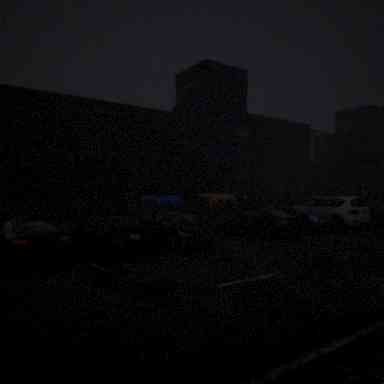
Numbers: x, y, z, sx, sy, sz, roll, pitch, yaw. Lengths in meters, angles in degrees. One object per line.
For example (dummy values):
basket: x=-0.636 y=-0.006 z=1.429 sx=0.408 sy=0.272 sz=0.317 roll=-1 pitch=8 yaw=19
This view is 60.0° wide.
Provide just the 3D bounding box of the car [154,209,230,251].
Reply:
car: x=-0.933 y=1.499 z=14.488 sx=2.231 sy=1.521 sz=4.892 roll=0 pitch=0 yaw=-35

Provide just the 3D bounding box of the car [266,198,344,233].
car: x=5.951 y=1.393 z=19.347 sx=2.185 sy=1.767 sz=4.553 roll=0 pitch=0 yaw=-35

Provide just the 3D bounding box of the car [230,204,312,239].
car: x=3.621 y=1.551 z=17.671 sx=2.002 sy=1.452 sz=4.674 roll=0 pitch=0 yaw=-35

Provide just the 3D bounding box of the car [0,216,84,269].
car: x=-5.479 y=1.530 z=11.288 sx=2.002 sy=1.452 sz=4.674 roll=0 pitch=0 yaw=-35

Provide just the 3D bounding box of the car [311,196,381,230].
car: x=8.256 y=1.276 z=20.960 sx=2.435 sy=2.045 sz=5.566 roll=0 pitch=0 yaw=-35

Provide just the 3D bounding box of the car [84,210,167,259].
car: x=-3.222 y=1.523 z=12.910 sx=2.163 sy=1.488 sz=4.792 roll=0 pitch=0 yaw=-35

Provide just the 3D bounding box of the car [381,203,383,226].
car: x=12.840 y=1.576 z=24.105 sx=2.163 sy=1.488 sz=4.792 roll=0 pitch=0 yaw=-35
